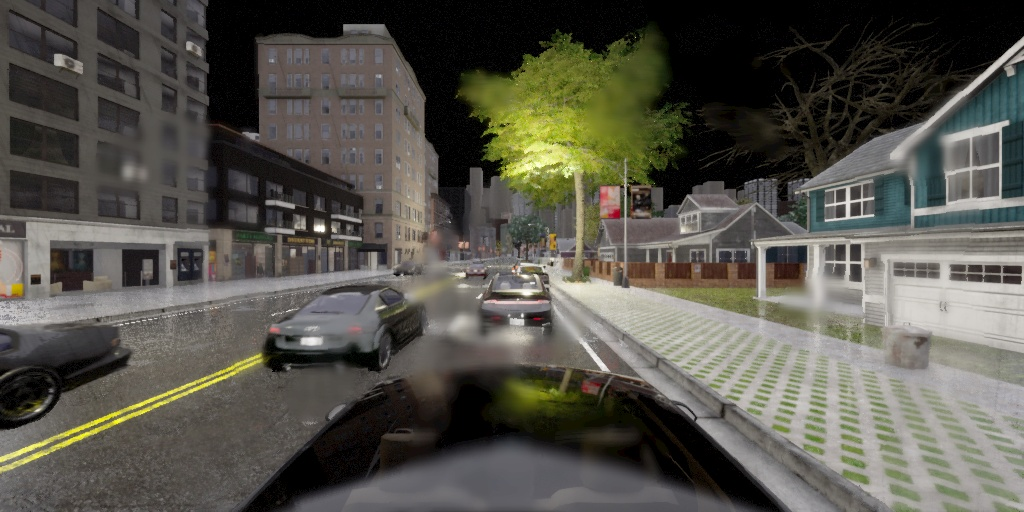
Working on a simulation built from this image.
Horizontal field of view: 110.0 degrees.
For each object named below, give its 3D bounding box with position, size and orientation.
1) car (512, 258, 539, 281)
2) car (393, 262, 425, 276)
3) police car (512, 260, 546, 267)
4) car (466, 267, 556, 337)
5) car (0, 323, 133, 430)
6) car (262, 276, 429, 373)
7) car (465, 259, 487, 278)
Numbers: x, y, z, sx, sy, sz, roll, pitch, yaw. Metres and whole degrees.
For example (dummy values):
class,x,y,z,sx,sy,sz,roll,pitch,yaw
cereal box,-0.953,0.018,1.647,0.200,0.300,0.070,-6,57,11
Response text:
class,x,y,z,sx,sy,sz,roll,pitch,yaw
car,1.055,1.081,30.388,2.097,1.767,4.553,0,0,0
car,-9.758,1.273,34.513,2.033,1.411,5.357,0,0,0
police car,1.027,1.165,20.528,1.930,1.638,5.238,0,0,0
car,0.122,1.239,10.278,2.128,1.511,4.902,0,0,0
car,-6.597,1.297,2.895,2.033,1.411,5.357,0,0,0
car,-3.135,1.312,7.644,1.994,1.385,4.181,0,0,0
car,-3.066,1.275,32.355,2.033,1.411,5.357,0,0,0
